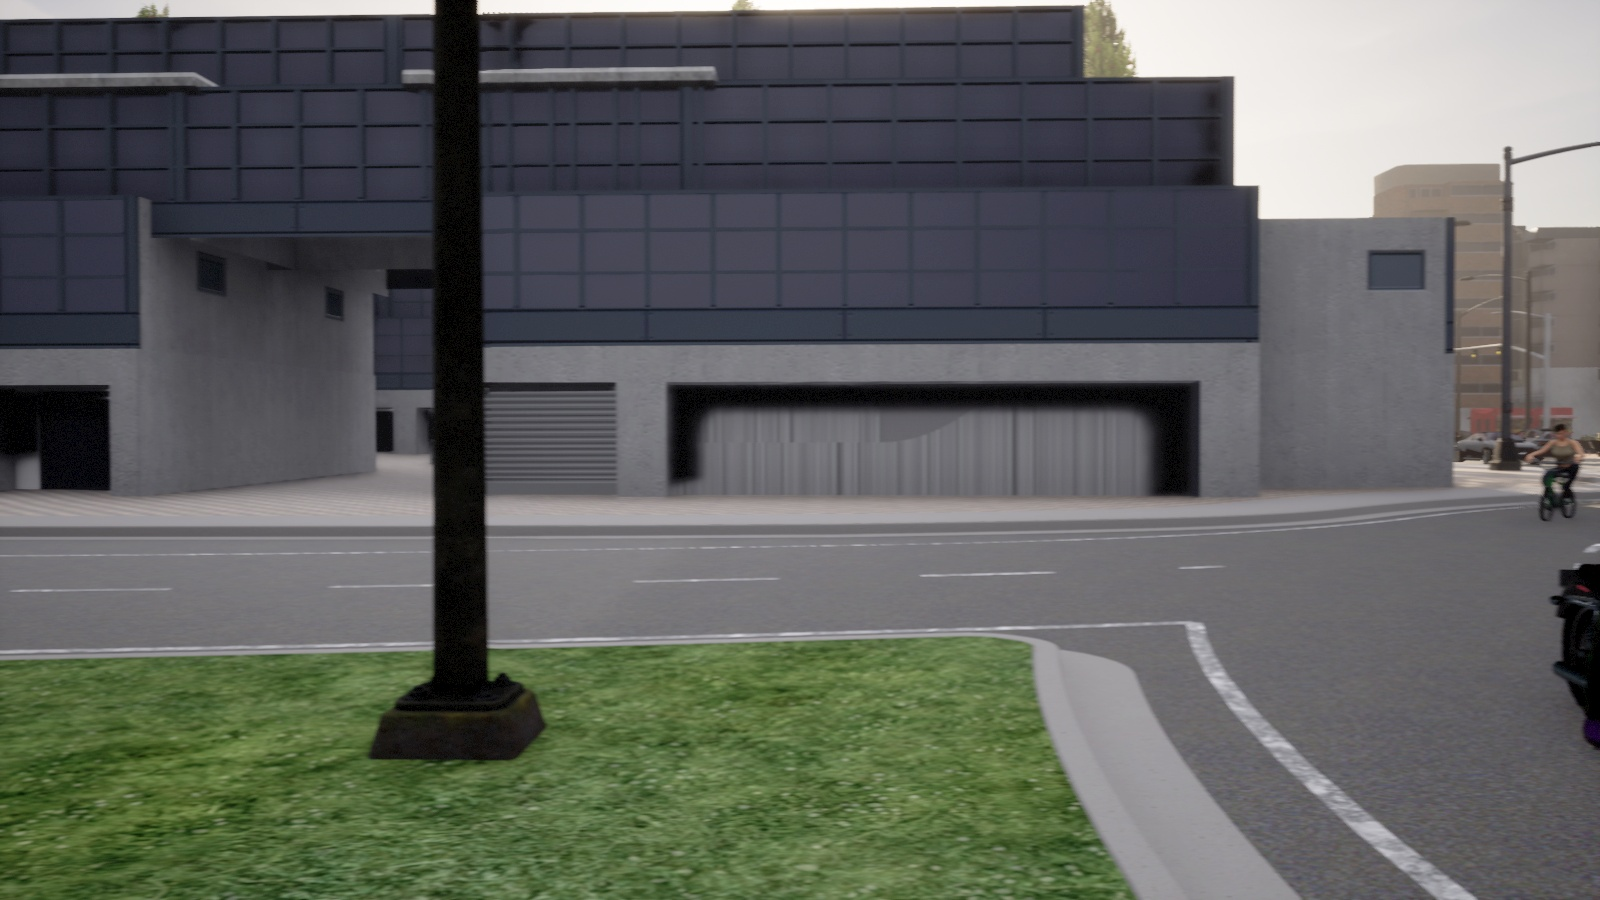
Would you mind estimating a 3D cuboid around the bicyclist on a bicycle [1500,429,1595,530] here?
[{"bbox_3d":[12.405,0.458,20.832,1.509,1.612,0.866,-1,2,-40],"label":"bicyclist on a bicycle"}]

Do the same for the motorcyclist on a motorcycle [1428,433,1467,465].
[{"bbox_3d":[32.176,-0.073,62.420,0.866,1.530,2.191,0,1,2],"label":"motorcyclist on a motorcycle"}]

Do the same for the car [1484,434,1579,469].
[{"bbox_3d":[31.935,0.035,54.968,1.816,1.474,4.193,0,1,2],"label":"car"}]

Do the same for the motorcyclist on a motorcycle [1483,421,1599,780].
[{"bbox_3d":[4.104,0.692,5.945,0.766,1.649,2.350,0,1,9],"label":"motorcyclist on a motorcycle"}]

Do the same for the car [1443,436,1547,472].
[{"bbox_3d":[28.315,0.131,51.314,1.994,1.385,4.181,0,1,2],"label":"car"}]
